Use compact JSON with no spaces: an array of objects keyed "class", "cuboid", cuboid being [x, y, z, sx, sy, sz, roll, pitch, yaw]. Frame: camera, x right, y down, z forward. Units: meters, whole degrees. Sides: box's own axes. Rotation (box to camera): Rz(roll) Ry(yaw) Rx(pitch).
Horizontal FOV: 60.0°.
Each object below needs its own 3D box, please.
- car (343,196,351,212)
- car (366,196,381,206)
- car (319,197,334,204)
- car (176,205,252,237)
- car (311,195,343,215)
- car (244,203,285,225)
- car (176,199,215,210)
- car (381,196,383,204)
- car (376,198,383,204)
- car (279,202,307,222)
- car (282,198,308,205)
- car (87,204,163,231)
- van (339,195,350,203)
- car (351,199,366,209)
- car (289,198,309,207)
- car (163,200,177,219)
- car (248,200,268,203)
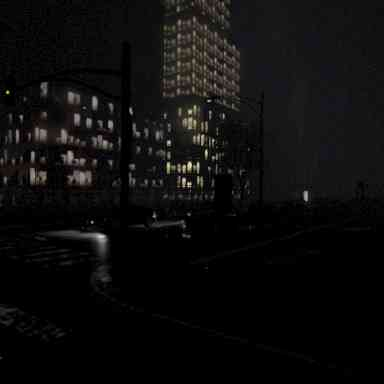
[{"class":"car","cuboid":[18.418,1.710,42.309,1.967,1.590,4.097,1,0,36]},{"class":"car","cuboid":[34.971,1.930,64.797,1.752,1.417,4.829,1,0,36]},{"class":"car","cuboid":[28.130,1.830,69.638,1.947,1.339,4.313,1,0,36]},{"class":"car","cuboid":[1.395,1.686,19.143,2.008,1.369,4.403,1,0,36]},{"class":"car","cuboid":[15.147,1.559,37.825,2.192,1.841,5.009,1,0,36]},{"class":"car","cuboid":[4.653,1.726,23.552,1.947,1.339,4.313,1,0,36]},{"class":"car","cuboid":[1.215,1.564,28.846,2.128,1.511,4.902,1,0,37]},{"class":"car","cuboid":[41.471,1.774,73.588,2.192,1.841,5.009,1,0,36]},{"class":"car","cuboid":[44.767,2.037,78.053,2.008,1.369,4.403,1,0,36]},{"class":"car","cuboid":[7.909,1.768,27.960,1.802,1.307,4.206,1,0,36]},{"class":"car","cuboid":[10.900,1.674,36.575,2.128,1.511,4.902,1,0,36]},{"class":"car","cuboid":[-4.362,1.533,21.305,1.837,1.490,4.892,1,1,36]},{"class":"van","cuboid":[38.029,1.687,83.031,1.690,1.788,3.998,1,0,36]},{"class":"car","cuboid":[24.974,1.763,51.267,1.967,1.590,4.097,1,0,36]},{"class":"car","cuboid":[18.132,1.708,56.109,1.752,1.417,4.829,1,0,36]},{"class":"car","cuboid":[-1.663,1.461,29.537,1.967,1.590,4.097,1,0,36]},{"class":"car","cuboid":[7.146,1.611,36.858,2.128,1.511,4.902,1,0,37]}]
